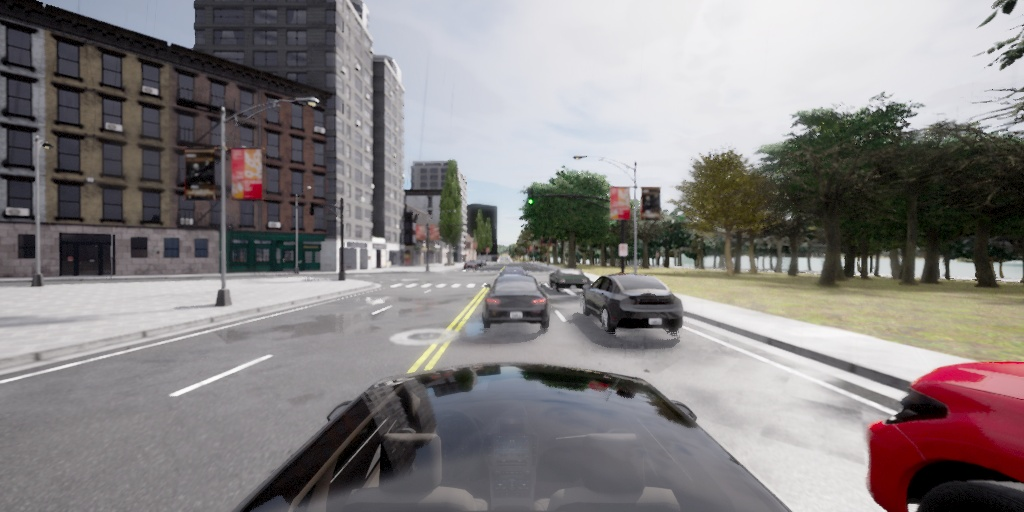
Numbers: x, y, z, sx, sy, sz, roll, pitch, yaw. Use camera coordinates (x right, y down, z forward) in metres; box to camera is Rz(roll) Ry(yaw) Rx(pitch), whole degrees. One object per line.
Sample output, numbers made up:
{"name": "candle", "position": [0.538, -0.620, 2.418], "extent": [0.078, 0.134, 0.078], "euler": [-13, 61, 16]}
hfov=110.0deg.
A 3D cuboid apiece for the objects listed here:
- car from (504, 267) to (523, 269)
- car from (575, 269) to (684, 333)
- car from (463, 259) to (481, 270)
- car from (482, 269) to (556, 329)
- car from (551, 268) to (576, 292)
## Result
{"name": "car", "position": [0.111, 1.359, 21.525], "extent": [1.994, 1.385, 4.181], "euler": [0, 0, 0]}
{"name": "car", "position": [3.354, 1.277, 10.802], "extent": [1.837, 1.490, 4.892], "euler": [0, 0, 0]}
{"name": "car", "position": [-6.546, 1.438, 57.157], "extent": [1.994, 1.385, 4.181], "euler": [0, 0, 0]}
{"name": "car", "position": [0.111, 1.297, 11.175], "extent": [1.812, 1.442, 4.674], "euler": [0, 0, 0]}
{"name": "car", "position": [3.363, 1.398, 21.853], "extent": [1.895, 1.301, 4.718], "euler": [0, 0, 0]}
